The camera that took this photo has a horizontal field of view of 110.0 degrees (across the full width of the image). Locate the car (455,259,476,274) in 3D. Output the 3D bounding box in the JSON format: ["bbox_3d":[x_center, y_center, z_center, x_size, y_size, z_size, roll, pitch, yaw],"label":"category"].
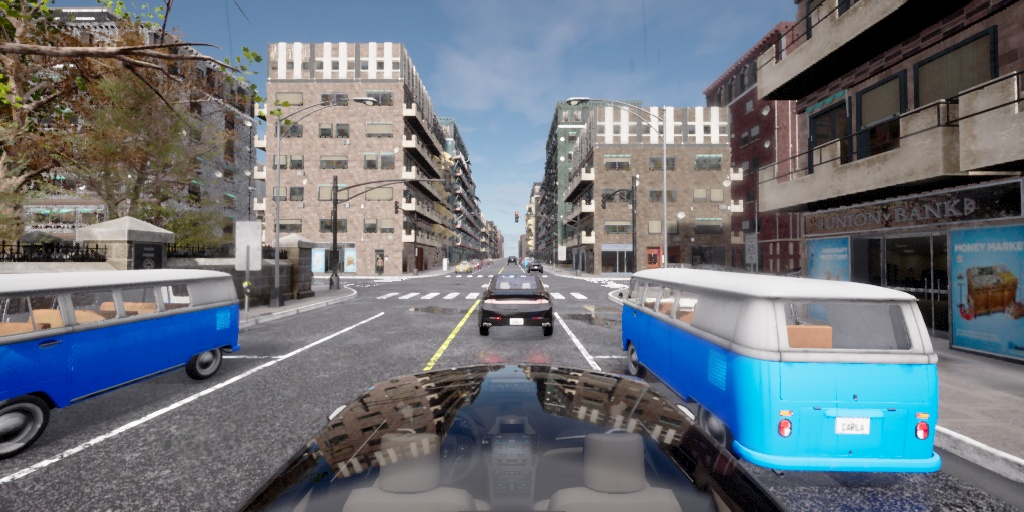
[{"bbox_3d":[-5.673,1.291,42.439,1.751,1.417,4.829,0,0,0],"label":"car"}]

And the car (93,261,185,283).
[{"bbox_3d":[-26.404,1.120,25.483,4.674,1.442,1.812,0,-1,1],"label":"car"}]

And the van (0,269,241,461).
[{"bbox_3d":[-5.655,1.092,4.664,1.690,1.789,3.998,0,0,0],"label":"van"}]

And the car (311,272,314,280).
[{"bbox_3d":[-16.578,1.000,25.364,4.553,1.767,2.097,0,-1,1],"label":"car"}]

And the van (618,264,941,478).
[{"bbox_3d":[2.660,1.092,4.659,1.690,1.789,3.998,0,0,0],"label":"van"}]

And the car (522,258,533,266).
[{"bbox_3d":[2.710,1.318,48.249,2.007,1.370,4.403,0,0,0],"label":"car"}]

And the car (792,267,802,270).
[{"bbox_3d":[25.003,1.462,28.052,4.674,1.442,1.812,0,-1,1],"label":"car"}]

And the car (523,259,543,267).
[{"bbox_3d":[2.708,1.331,42.606,1.948,1.339,4.313,0,0,0],"label":"car"}]

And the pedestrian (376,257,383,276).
[{"bbox_3d":[-12.526,0.968,34.054,0.375,1.860,0.375,0,-1,1],"label":"pedestrian"}]

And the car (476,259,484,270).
[{"bbox_3d":[-5.669,1.210,53.895,1.967,1.591,4.097,0,0,0],"label":"car"}]

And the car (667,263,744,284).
[{"bbox_3d":[15.102,1.358,28.175,5.008,1.535,1.882,0,-1,1],"label":"car"}]

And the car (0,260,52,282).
[{"bbox_3d":[-36.502,1.045,25.615,4.892,1.490,1.837,0,-1,1],"label":"car"}]

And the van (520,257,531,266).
[{"bbox_3d":[2.715,1.114,59.533,1.690,1.789,3.998,0,0,0],"label":"van"}]

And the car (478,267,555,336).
[{"bbox_3d":[0.103,1.244,10.390,2.128,1.511,4.902,0,0,0],"label":"car"}]
